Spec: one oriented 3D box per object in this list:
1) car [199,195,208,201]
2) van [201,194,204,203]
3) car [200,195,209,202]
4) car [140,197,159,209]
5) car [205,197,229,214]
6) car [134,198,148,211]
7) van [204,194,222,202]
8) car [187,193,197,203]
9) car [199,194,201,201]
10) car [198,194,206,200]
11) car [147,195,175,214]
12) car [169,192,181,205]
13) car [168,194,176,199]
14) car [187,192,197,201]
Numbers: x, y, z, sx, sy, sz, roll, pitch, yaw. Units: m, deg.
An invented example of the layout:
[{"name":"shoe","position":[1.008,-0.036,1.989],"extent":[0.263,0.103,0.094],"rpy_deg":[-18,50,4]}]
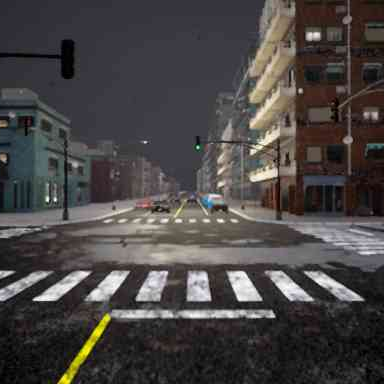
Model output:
[{"name":"car","position":[2.706,1.344,78.211],"extent":[1.947,1.339,4.313],"rpy_deg":[1,0,0]},{"name":"van","position":[2.707,1.213,50.307],"extent":[1.690,1.788,3.998],"rpy_deg":[1,0,0]},{"name":"car","position":[2.705,1.364,72.630],"extent":[1.947,1.339,4.313],"rpy_deg":[1,0,0]},{"name":"car","position":[-5.677,1.433,44.691],"extent":[1.887,1.381,4.507],"rpy_deg":[1,0,0]},{"name":"car","position":[2.703,1.471,33.565],"extent":[2.008,1.369,4.403],"rpy_deg":[1,0,0]},{"name":"car","position":[-5.678,1.486,39.110],"extent":[1.802,1.307,4.206],"rpy_deg":[1,0,0]},{"name":"van","position":[2.706,1.245,39.144],"extent":[1.690,1.788,3.998],"rpy_deg":[1,0,0]},{"name":"car","position":[0.003,1.394,63.432],"extent":[1.994,1.385,4.181],"rpy_deg":[0,0,0]},{"name":"car","position":[2.705,1.362,61.638],"extent":[1.752,1.417,4.829],"rpy_deg":[1,0,0]},{"name":"car","position":[2.707,1.279,89.373],"extent":[1.887,1.381,4.507],"rpy_deg":[1,0,0]},{"name":"car","position":[-3.092,1.421,34.029],"extent":[1.837,1.490,4.892],"rpy_deg":[0,1,0]},{"name":"car","position":[-3.013,1.077,56.656],"extent":[2.150,2.045,5.566],"rpy_deg":[0,0,0]},{"name":"car","position":[-5.673,1.279,94.912],"extent":[1.947,1.339,4.313],"rpy_deg":[1,0,0]},{"name":"car","position":[0.002,0.983,73.443],"extent":[2.097,1.767,4.553],"rpy_deg":[0,0,0]}]
